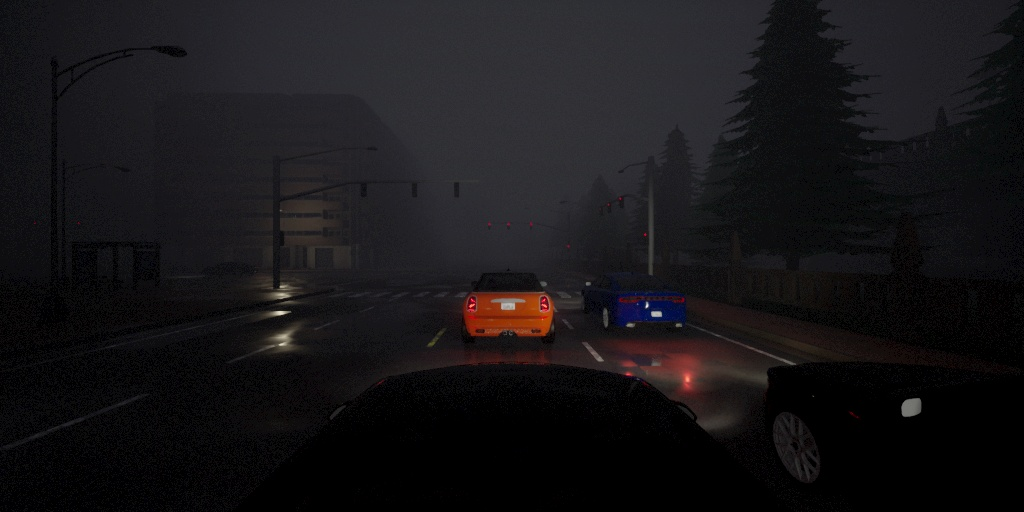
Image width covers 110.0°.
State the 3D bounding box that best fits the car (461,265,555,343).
[{"bbox_3d":[-0.081,1.102,9.835,2.097,1.767,4.553,0,0,0],"label":"car"}]

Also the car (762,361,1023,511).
[{"bbox_3d":[3.288,1.228,1.453,1.882,1.535,5.008,0,0,3],"label":"car"}]

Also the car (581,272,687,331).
[{"bbox_3d":[3.419,1.228,10.979,1.882,1.535,5.008,0,0,0],"label":"car"}]

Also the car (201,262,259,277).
[{"bbox_3d":[-28.010,1.310,35.667,4.892,1.490,1.837,0,0,-1],"label":"car"}]
